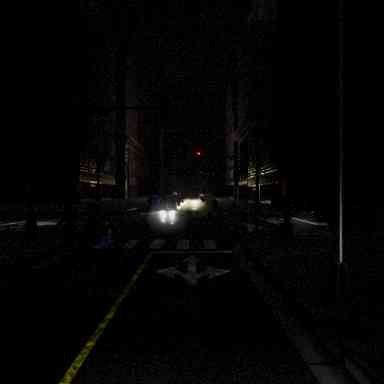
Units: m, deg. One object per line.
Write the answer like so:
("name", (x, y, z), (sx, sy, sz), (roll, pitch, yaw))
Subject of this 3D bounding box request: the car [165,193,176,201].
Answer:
("car", (-5.411, 1.188, 84.036), (2.192, 1.841, 5.009), (0, 0, 0))

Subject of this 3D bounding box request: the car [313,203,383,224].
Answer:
("car", (12.392, 1.708, 26.081), (4.674, 1.442, 1.812), (1, 0, 0))

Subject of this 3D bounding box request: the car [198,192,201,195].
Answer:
("car", (3.187, 1.419, 95.281), (1.802, 1.307, 4.206), (0, 0, 0))

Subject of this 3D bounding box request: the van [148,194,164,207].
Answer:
("van", (-5.635, 1.295, 50.144), (1.690, 1.788, 3.998), (0, 0, 0))

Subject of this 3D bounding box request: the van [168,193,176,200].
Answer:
("van", (-5.373, 1.196, 89.685), (1.690, 1.788, 3.998), (0, 0, 0))

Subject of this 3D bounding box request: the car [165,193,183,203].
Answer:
("car", (-2.846, 1.426, 53.114), (1.882, 1.535, 5.008), (0, 0, 1))

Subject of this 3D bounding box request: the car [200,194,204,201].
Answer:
("car", (3.001, 1.501, 67.037), (1.802, 1.307, 4.206), (0, 0, 0))

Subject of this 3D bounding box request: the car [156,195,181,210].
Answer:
("car", (-2.920, 1.456, 42.624), (2.128, 1.511, 4.902), (0, 0, 1))

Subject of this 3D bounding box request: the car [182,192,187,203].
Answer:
("car", (-2.719, 1.276, 65.763), (2.097, 1.767, 4.553), (0, 0, 1))

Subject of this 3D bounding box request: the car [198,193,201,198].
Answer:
("car", (3.076, 1.434, 78.334), (1.887, 1.381, 4.507), (0, 0, 0))

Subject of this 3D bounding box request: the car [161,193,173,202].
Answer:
("car", (-5.485, 1.220, 72.739), (2.192, 1.841, 5.009), (0, 0, 0))

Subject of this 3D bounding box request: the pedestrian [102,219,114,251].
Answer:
("pedestrian", (-3.109, 1.571, 12.577), (0.375, 1.300, 0.375), (0, 0, 0))

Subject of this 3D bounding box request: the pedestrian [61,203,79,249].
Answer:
("pedestrian", (-4.840, 1.291, 13.199), (0.375, 1.860, 0.375), (0, 0, 0))

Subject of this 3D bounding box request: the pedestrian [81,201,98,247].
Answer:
("pedestrian", (-4.234, 1.290, 13.807), (0.375, 1.860, 0.375), (0, 0, 0))

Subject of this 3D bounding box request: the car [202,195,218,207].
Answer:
("car", (2.889, 1.519, 50.089), (1.947, 1.339, 4.313), (0, 0, 0))

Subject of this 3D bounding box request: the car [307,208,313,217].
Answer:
("car", (12.702, 1.704, 29.352), (4.892, 1.490, 1.837), (1, 0, 0))
